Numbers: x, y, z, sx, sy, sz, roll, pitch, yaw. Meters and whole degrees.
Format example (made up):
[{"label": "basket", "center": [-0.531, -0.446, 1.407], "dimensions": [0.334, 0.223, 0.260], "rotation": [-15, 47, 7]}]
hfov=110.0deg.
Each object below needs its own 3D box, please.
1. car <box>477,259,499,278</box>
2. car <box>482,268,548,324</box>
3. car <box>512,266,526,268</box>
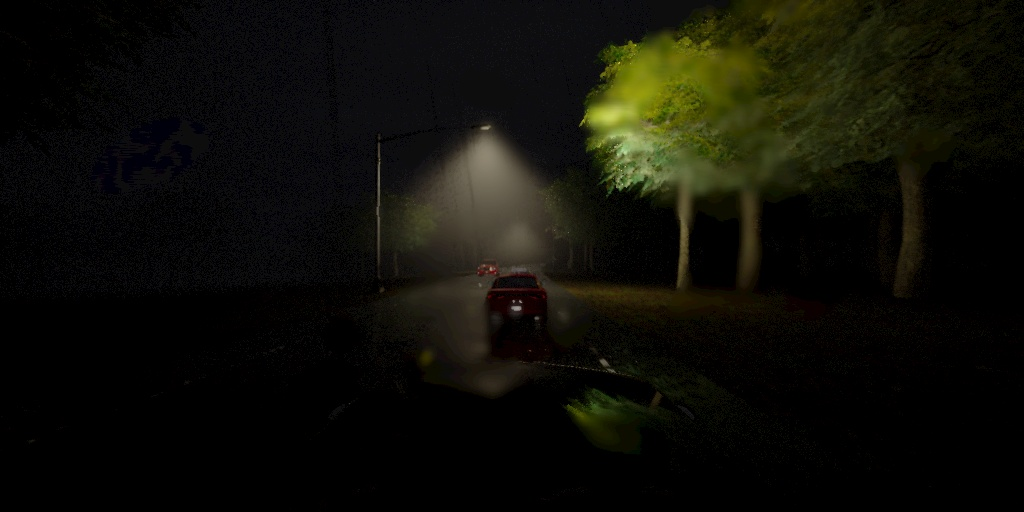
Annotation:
[{"label": "car", "center": [-2.678, 1.403, 41.698], "dimensions": [2.150, 2.045, 5.566], "rotation": [0, 0, 1]}, {"label": "car", "center": [0.179, 1.345, 12.599], "dimensions": [1.882, 1.535, 5.008], "rotation": [0, 0, 1]}, {"label": "car", "center": [0.647, 1.623, 31.690], "dimensions": [2.033, 1.411, 5.357], "rotation": [0, -1, 2]}]
